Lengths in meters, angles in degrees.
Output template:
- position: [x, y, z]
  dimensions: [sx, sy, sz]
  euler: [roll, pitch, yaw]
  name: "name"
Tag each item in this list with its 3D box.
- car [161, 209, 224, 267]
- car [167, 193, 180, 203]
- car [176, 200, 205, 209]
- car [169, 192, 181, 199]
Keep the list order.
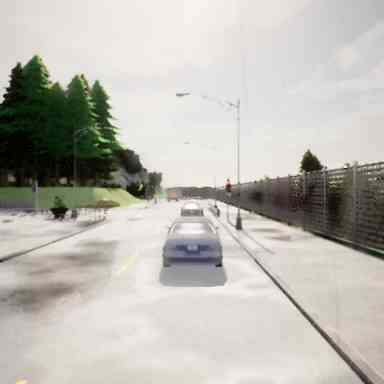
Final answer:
- position: [0.026, 1.532, 11.377]
  dimensions: [2.033, 1.411, 5.357]
  euler: [0, 0, 0]
  name: "car"
- position: [-4.001, 1.131, 69.770]
  dimensions: [2.150, 2.045, 5.566]
  euler: [0, 0, 0]
  name: "car"
- position: [0.020, 1.512, 26.350]
  dimensions: [2.033, 1.411, 5.357]
  euler: [0, 0, 0]
  name: "car"
- position: [-4.407, 0.854, 85.586]
  dimensions: [2.097, 1.767, 4.553]
  euler: [0, 0, -18]
  name: "car"
